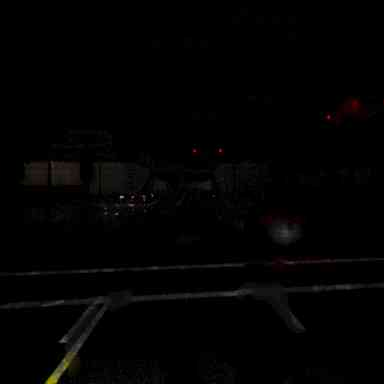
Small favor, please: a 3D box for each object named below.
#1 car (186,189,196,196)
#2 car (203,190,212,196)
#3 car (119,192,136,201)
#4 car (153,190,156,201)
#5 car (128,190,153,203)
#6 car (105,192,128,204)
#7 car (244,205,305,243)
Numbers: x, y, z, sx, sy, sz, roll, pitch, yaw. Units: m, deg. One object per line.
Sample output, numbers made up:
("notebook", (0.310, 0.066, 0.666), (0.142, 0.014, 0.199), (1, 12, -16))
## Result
("car", (-0.143, 0.184, 72.163), (1.837, 1.490, 4.892), (0, 1, 0))
("car", (3.357, 0.234, 72.171), (1.994, 1.385, 4.181), (0, 1, 0))
("car", (-10.645, 0.680, 55.194), (1.994, 1.385, 4.181), (0, 1, 0))
("car", (-7.150, 0.467, 55.126), (2.097, 1.767, 4.553), (0, 1, 0))
("car", (-7.130, 0.629, 46.284), (2.097, 1.767, 4.553), (0, 1, 0))
("car", (-10.625, 0.786, 46.189), (1.837, 1.490, 4.892), (0, 1, 0))
("car", (3.571, 1.313, 15.085), (2.128, 1.511, 4.902), (0, 1, 0))
